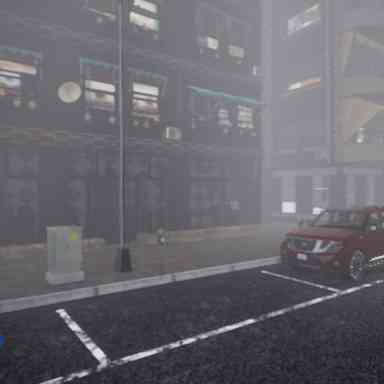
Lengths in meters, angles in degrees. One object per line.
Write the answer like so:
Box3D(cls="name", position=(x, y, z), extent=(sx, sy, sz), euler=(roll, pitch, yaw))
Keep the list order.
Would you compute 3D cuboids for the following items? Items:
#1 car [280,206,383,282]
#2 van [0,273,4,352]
Box3D(cls="car", position=(4.886, 1.365, 10.049), extent=(5.009, 1.841, 2.192), euler=(0, -1, -35))
Box3D(cls="van", position=(-4.221, 1.334, 3.523), extent=(3.998, 1.788, 1.690), euler=(0, -1, -35))
